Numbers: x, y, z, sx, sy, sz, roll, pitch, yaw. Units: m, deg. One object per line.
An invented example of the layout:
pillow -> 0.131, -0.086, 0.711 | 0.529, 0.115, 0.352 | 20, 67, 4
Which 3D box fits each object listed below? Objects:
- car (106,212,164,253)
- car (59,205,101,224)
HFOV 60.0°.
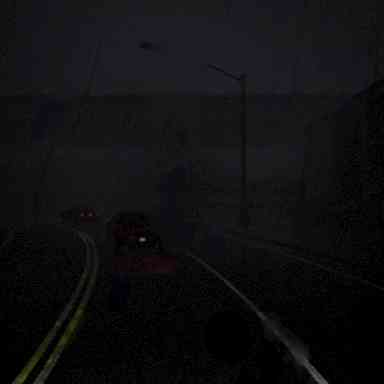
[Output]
car -> -2.609, 1.584, 14.446 | 1.882, 1.535, 5.008 | 0, 0, -19
car -> -9.050, 1.773, 26.702 | 2.033, 1.411, 5.357 | 1, -1, -37
